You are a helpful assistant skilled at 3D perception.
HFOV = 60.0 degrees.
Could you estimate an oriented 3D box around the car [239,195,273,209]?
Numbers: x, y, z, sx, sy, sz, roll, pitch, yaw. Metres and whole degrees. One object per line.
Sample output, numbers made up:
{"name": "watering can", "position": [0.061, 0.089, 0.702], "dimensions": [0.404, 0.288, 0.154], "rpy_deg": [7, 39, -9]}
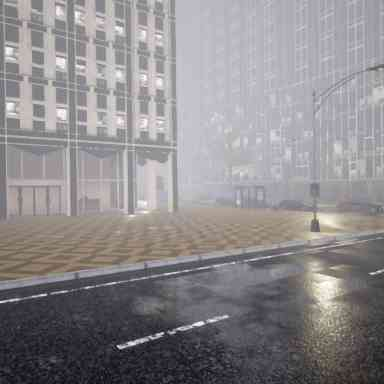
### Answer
{"name": "car", "position": [8.089, 1.388, 40.359], "dimensions": [1.802, 1.307, 4.206], "rpy_deg": [0, 1, -35]}

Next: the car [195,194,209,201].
{"name": "car", "position": [2.199, 1.043, 63.898], "dimensions": [1.802, 1.307, 4.206], "rpy_deg": [0, 1, -35]}

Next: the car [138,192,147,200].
{"name": "car", "position": [-11.149, 1.039, 68.513], "dimensions": [2.008, 1.369, 4.403], "rpy_deg": [0, 1, -35]}

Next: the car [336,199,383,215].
{"name": "car", "position": [16.525, 1.424, 32.910], "dimensions": [1.994, 1.385, 4.181], "rpy_deg": [-1, 1, -36]}

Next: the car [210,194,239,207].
{"name": "car", "position": [4.916, 1.319, 45.074], "dimensions": [1.947, 1.339, 4.313], "rpy_deg": [0, 1, -35]}

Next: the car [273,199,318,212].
{"name": "car", "position": [11.297, 1.424, 35.665], "dimensions": [1.947, 1.339, 4.313], "rpy_deg": [0, 1, -35]}

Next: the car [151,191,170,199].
{"name": "car", "position": [-7.466, 0.615, 77.942], "dimensions": [2.192, 1.841, 5.009], "rpy_deg": [0, 1, -35]}

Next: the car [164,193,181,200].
{"name": "car", "position": [-4.244, 0.936, 73.263], "dimensions": [1.802, 1.307, 4.206], "rpy_deg": [0, 1, -35]}

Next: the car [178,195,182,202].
{"name": "car", "position": [-3.672, 1.059, 62.365], "dimensions": [1.812, 1.442, 4.674], "rpy_deg": [-1, 1, -34]}

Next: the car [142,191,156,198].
{"name": "car", "position": [-10.688, 0.686, 82.625], "dimensions": [1.967, 1.590, 4.097], "rpy_deg": [0, 1, -35]}

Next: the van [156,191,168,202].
{"name": "van", "position": [-4.704, 0.937, 59.146], "dimensions": [1.690, 1.788, 3.998], "rpy_deg": [0, 1, -35]}

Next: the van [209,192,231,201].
{"name": "van", "position": [5.421, 0.855, 59.213], "dimensions": [1.690, 1.788, 3.998], "rpy_deg": [0, 1, -35]}
